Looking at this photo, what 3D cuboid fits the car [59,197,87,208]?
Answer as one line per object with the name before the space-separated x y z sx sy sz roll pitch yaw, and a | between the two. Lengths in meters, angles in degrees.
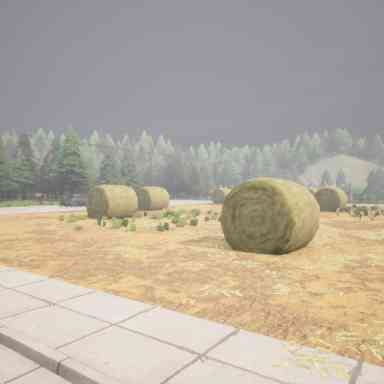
car | -15.853 1.435 46.860 2.033 1.411 5.357 0 0 37
